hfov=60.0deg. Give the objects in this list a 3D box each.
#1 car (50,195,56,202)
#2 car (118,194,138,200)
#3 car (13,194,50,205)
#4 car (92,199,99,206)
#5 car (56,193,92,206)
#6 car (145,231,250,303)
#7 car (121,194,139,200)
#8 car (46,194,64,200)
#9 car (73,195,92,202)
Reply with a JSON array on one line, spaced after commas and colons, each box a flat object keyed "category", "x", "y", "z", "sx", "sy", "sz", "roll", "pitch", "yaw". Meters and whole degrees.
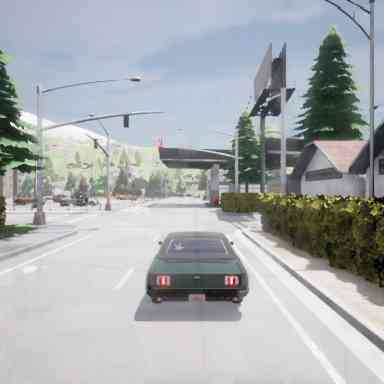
[{"category": "car", "x": -23.982, "y": 1.298, "z": 63.025, "sx": 4.514, "sy": 1.523, "sz": 2.007, "roll": 0, "pitch": 0, "yaw": 0}, {"category": "car", "x": -16.380, "y": 1.330, "z": 84.904, "sx": 5.027, "sy": 1.636, "sz": 2.152, "roll": 0, "pitch": 0, "yaw": 0}, {"category": "car", "x": -24.628, "y": 1.097, "z": 50.565, "sx": 4.605, "sy": 1.855, "sz": 1.932, "roll": 0, "pitch": 0, "yaw": 0}, {"category": "car", "x": -16.149, "y": 1.361, "z": 50.647, "sx": 3.806, "sy": 1.475, "sz": 1.970, "roll": 0, "pitch": 0, "yaw": 0}, {"category": "car", "x": -16.743, "y": 1.077, "z": 47.319, "sx": 3.866, "sy": 1.878, "sz": 1.905, "roll": 0, "pitch": 0, "yaw": 0}, {"category": "car", "x": 0.100, "y": 1.601, "z": 8.130, "sx": 1.895, "sy": 1.301, "sz": 4.718, "roll": 0, "pitch": 0, "yaw": 0}, {"category": "car", "x": -16.449, "y": 1.339, "z": 88.040, "sx": 4.514, "sy": 1.523, "sz": 2.007, "roll": 0, "pitch": 0, "yaw": 0}, {"category": "car", "x": -35.046, "y": 1.384, "z": 84.953, "sx": 3.806, "sy": 1.475, "sz": 1.970, "roll": 0, "pitch": 0, "yaw": 0}, {"category": "car", "x": -23.992, "y": 1.319, "z": 73.018, "sx": 3.633, "sy": 1.501, "sz": 1.845, "roll": 0, "pitch": 0, "yaw": 0}]
